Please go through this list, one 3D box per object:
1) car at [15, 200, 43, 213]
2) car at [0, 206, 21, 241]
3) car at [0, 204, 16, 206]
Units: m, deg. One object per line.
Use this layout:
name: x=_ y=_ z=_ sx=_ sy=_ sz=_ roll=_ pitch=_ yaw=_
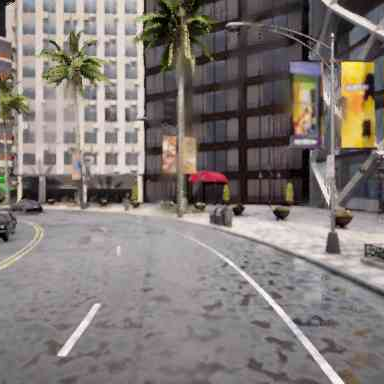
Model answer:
car: x=-18.865 y=1.585 z=37.851 sx=4.181 sy=1.385 sz=1.994 roll=0 pitch=0 yaw=35
car: x=-9.791 y=1.616 z=16.301 sx=1.895 sy=1.301 sz=4.718 roll=0 pitch=0 yaw=-23
car: x=-14.996 y=1.624 z=24.976 sx=1.895 sy=1.301 sz=4.718 roll=0 pitch=0 yaw=-40
